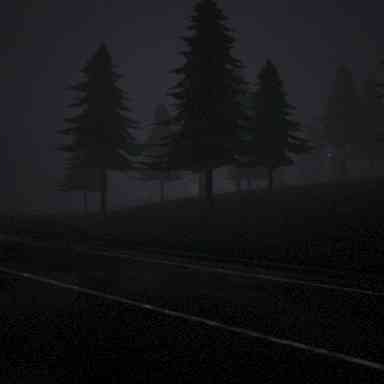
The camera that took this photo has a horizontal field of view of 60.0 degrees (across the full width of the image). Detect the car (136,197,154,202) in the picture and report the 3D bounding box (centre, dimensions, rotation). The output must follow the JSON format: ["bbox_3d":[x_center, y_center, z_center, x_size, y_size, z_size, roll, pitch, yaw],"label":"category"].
[{"bbox_3d":[-11.331,1.984,80.158,1.882,1.535,5.008,-1,0,35],"label":"car"}]
